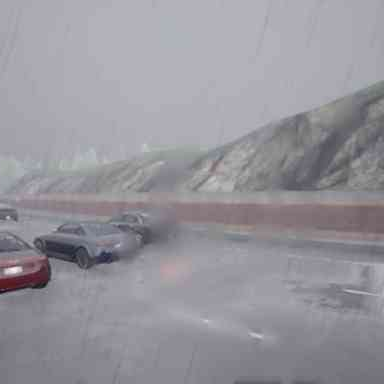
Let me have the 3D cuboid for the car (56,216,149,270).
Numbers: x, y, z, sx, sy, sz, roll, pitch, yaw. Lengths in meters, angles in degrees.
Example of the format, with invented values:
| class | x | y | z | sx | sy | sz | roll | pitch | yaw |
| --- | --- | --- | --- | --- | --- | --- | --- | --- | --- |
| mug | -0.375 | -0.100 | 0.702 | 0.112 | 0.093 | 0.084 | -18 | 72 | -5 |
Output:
| class | x | y | z | sx | sy | sz | roll | pitch | yaw |
| --- | --- | --- | --- | --- | --- | --- | --- | --- | --- |
| car | -3.774 | 1.673 | 11.575 | 4.181 | 1.385 | 1.994 | -1 | -1 | 39 |

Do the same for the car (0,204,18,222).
| class | x | y | z | sx | sy | sz | roll | pitch | yaw |
| --- | --- | --- | --- | --- | --- | --- | --- | --- | --- |
| car | -16.475 | 1.804 | 28.482 | 1.837 | 1.490 | 4.892 | 0 | -1 | -45 |

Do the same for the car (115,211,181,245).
| class | x | y | z | sx | sy | sz | roll | pitch | yaw |
| --- | --- | --- | --- | --- | --- | --- | --- | --- | --- |
| car | -2.700 | 1.638 | 15.237 | 4.892 | 1.490 | 1.837 | -1 | 0 | 40 |

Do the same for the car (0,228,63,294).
| class | x | y | z | sx | sy | sz | roll | pitch | yaw |
| --- | --- | --- | --- | --- | --- | --- | --- | --- | --- |
| car | -5.336 | 1.654 | 8.331 | 4.181 | 1.385 | 1.994 | -1 | -1 | 39 |
